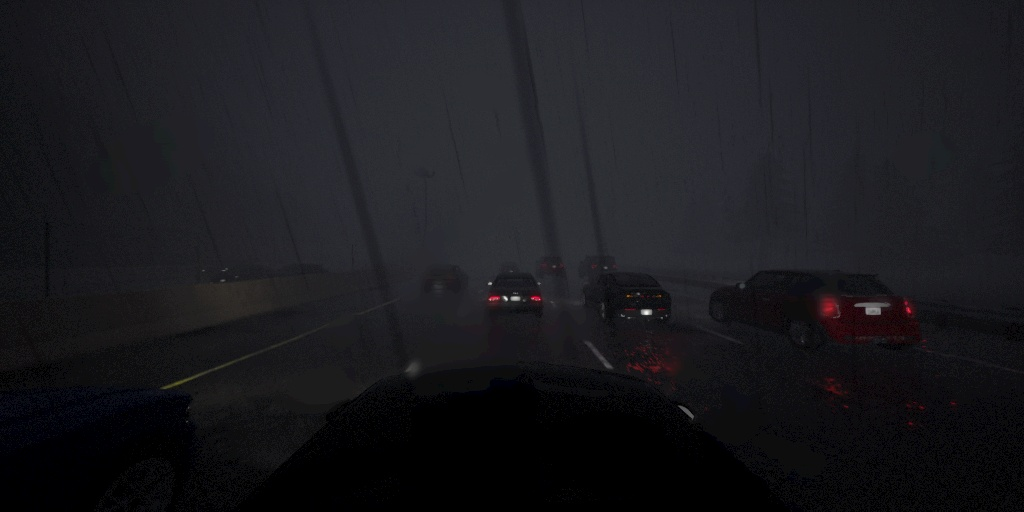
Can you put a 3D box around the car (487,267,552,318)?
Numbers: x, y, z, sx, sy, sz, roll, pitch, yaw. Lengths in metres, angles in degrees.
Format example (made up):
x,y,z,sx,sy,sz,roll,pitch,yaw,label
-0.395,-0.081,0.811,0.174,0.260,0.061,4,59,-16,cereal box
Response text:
x,y,z,sx,sy,sz,roll,pitch,yaw,label
0.100,1.298,13.023,2.033,1.411,5.357,0,0,0,car

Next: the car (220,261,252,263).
x,y,z,sx,sy,sz,roll,pitch,yaw,label
-21.202,1.313,29.062,1.994,1.385,4.181,0,0,-1,car

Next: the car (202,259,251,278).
x,y,z,sx,sy,sz,roll,pitch,yaw,label
-24.780,1.101,31.685,2.097,1.767,4.553,0,0,-2,car

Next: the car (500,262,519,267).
x,y,z,sx,sy,sz,roll,pitch,yaw,label
-0.268,1.277,36.414,1.812,1.442,4.674,0,0,-3,car

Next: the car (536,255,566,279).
x,y,z,sx,sy,sz,roll,pitch,yaw,label
3.427,0.973,32.559,2.150,2.045,5.566,0,0,-2,car

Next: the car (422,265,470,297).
x,y,z,sx,sy,sz,roll,pitch,yaw,label
-3.399,1.242,19.027,2.128,1.511,4.902,0,0,0,car

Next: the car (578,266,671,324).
x,y,z,sx,sy,sz,roll,pitch,yaw,label
3.598,1.256,12.013,1.837,1.490,4.892,0,0,0,car

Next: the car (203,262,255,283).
x,y,z,sx,sy,sz,roll,pitch,yaw,label
-17.641,1.313,23.855,1.994,1.385,4.181,0,0,0,car

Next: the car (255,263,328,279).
x,y,z,sx,sy,sz,roll,pitch,yaw,label
-14.134,1.227,23.755,1.882,1.535,5.008,0,0,0,car

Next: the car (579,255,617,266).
x,y,z,sx,sy,sz,roll,pitch,yaw,label
7.007,0.973,29.737,2.150,2.045,5.566,0,0,-1,car

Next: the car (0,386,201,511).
x,y,z,sx,sy,sz,roll,pitch,yaw,label
-3.400,1.227,0.756,1.882,1.535,5.008,0,0,0,car

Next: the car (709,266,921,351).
x,y,z,sx,sy,sz,roll,pitch,yaw,label
7.101,1.103,9.179,2.097,1.767,4.553,0,0,0,car
